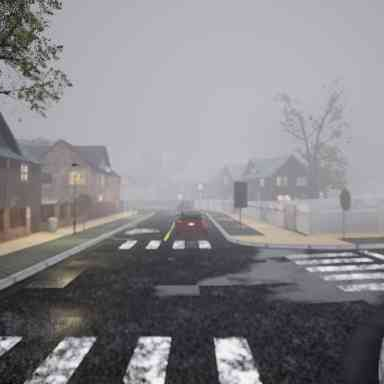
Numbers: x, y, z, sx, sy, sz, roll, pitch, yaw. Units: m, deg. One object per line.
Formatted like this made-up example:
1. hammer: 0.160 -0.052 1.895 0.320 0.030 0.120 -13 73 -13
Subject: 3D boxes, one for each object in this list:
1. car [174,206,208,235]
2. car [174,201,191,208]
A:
1. car: -0.021 1.836 21.020 1.994 1.385 4.181 0 -1 0
2. car: -1.429 2.050 49.419 2.097 1.767 4.553 0 -1 -12
